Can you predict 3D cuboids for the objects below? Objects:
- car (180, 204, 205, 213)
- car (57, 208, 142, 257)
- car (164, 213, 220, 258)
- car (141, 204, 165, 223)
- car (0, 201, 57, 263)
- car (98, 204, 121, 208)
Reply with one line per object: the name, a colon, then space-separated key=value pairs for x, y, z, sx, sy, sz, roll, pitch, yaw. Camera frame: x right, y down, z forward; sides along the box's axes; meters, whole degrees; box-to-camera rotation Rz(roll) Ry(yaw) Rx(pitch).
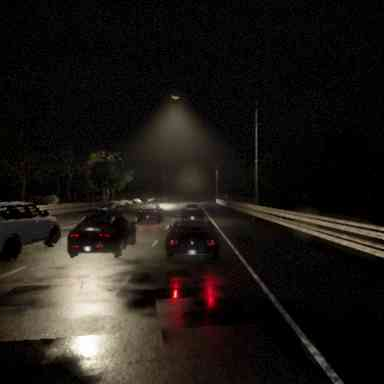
car: x=0.045 y=1.782 z=28.511 sx=1.837 sy=1.490 sz=4.892 roll=0 pitch=0 yaw=0
car: x=-3.469 y=1.639 z=13.515 sx=1.837 sy=1.490 sz=4.892 roll=0 pitch=0 yaw=0
car: x=0.027 y=1.730 z=13.258 sx=1.895 sy=1.301 sz=4.718 roll=0 pitch=-1 yaw=0
car: x=-3.455 y=1.767 z=28.517 sx=2.128 sy=1.511 sz=4.902 roll=0 pitch=0 yaw=0
car: x=-6.980 y=1.347 z=12.574 sx=2.150 sy=2.045 sz=5.566 roll=0 pitch=0 yaw=0
car: x=-6.956 y=1.782 z=28.513 sx=1.837 sy=1.490 sz=4.892 roll=0 pitch=0 yaw=0
